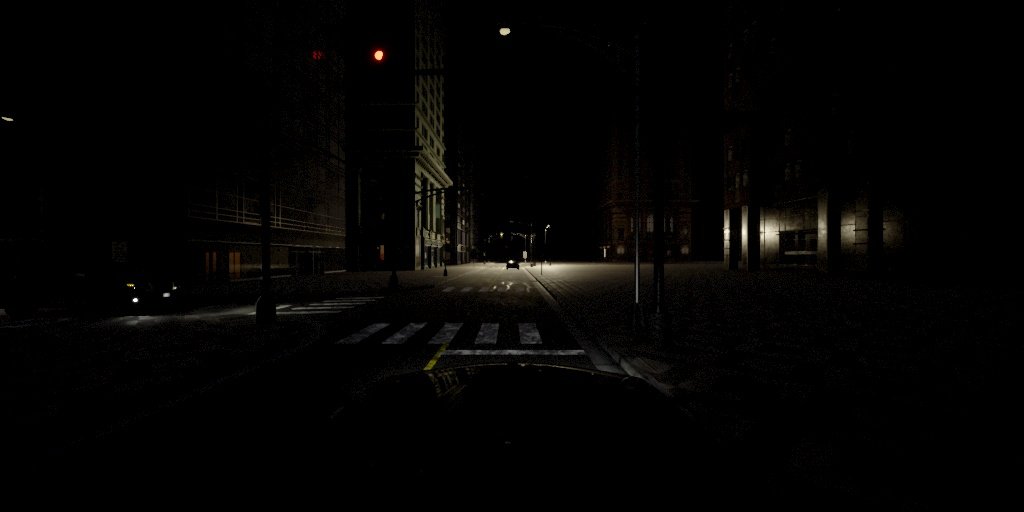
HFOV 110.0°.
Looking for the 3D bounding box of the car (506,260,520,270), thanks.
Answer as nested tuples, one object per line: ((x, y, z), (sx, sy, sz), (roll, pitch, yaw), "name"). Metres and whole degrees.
((0.117, 1.325, 53.436), (1.994, 1.385, 4.181), (0, 0, 0), "car")

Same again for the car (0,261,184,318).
((-16.103, 1.192, 13.818), (5.566, 2.045, 2.150), (-1, 0, 0), "car")
